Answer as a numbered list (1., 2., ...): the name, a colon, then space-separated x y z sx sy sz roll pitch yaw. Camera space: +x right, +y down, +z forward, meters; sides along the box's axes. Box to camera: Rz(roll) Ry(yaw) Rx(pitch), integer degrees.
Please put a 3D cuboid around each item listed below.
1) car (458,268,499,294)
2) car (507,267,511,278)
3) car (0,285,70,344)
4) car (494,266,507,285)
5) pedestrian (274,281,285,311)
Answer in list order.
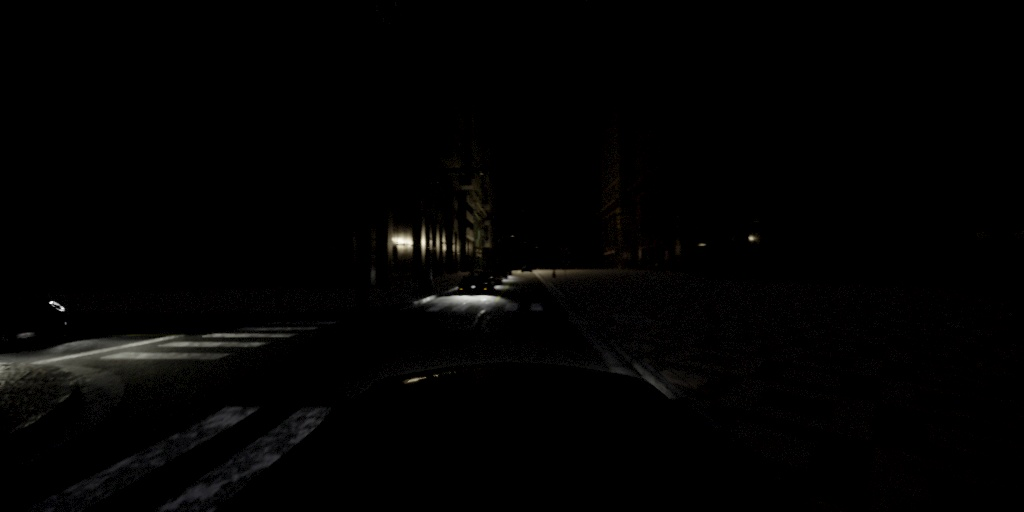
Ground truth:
1. car: -2.186 1.657 23.153 1.994 1.385 4.181 -1 -1 3
2. car: -1.438 1.919 42.311 1.837 1.490 4.892 -1 -1 2
3. car: -13.520 1.274 8.483 4.553 1.767 2.097 -1 -2 4
4. car: -1.831 1.792 32.467 2.033 1.411 5.357 -1 -1 2
5. pedestrian: -9.447 1.252 14.562 0.375 1.860 0.375 -1 -2 2
